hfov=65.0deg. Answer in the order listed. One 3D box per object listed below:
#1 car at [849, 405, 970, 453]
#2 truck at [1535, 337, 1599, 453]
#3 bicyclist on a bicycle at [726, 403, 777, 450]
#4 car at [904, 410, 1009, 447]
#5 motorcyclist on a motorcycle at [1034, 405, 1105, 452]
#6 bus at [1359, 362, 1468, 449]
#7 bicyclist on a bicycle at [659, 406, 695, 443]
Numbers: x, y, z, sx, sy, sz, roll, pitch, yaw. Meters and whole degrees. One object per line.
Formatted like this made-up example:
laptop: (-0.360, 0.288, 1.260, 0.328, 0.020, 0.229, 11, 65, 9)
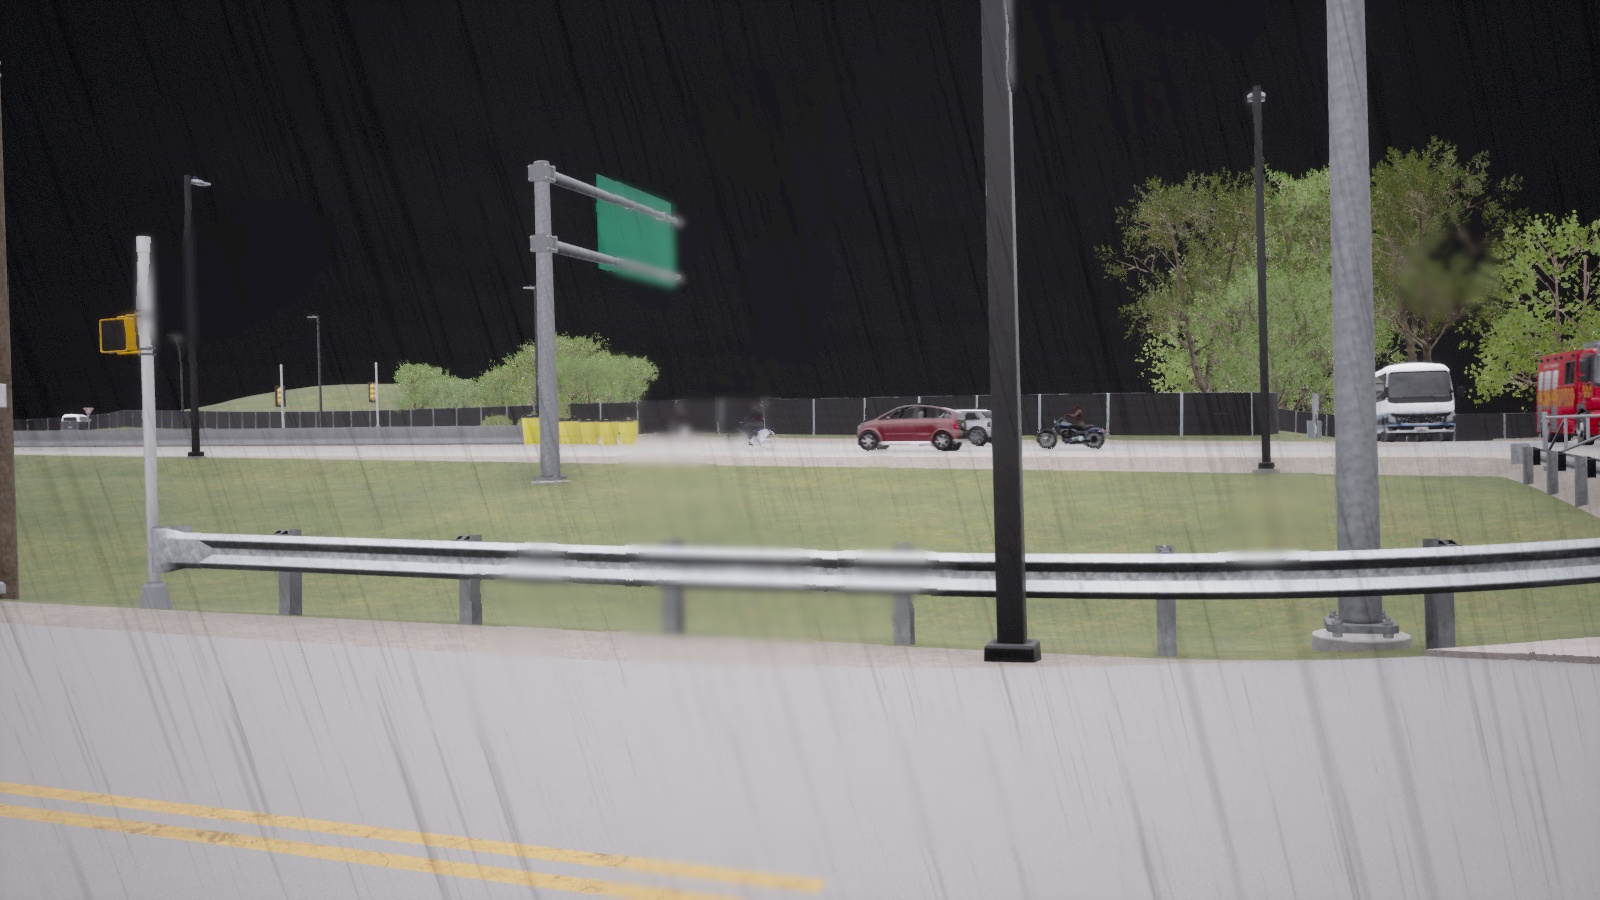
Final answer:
car: (3.700, -0.700, 42.282, 3.705, 1.549, 1.789, 0, 1, 19)
truck: (28.971, -1.894, 45.021, 2.891, 3.827, 8.468, 1, 2, 19)
bicyclist on a bicycle: (-1.852, -0.901, 47.943, 1.843, 1.776, 0.659, 1, 1, 19)
car: (6.406, -0.904, 51.478, 3.806, 1.475, 1.970, 1, 2, 35)
motorcyclist on a motorcycle: (9.434, -0.748, 43.974, 2.350, 1.649, 0.766, 0, 1, 19)
bus: (33.202, -2.246, 68.480, 3.944, 4.253, 10.273, -1, 0, 18)
bicyclist on a bicycle: (-6.022, -1.257, 61.423, 1.843, 1.776, 0.659, 2, 2, 40)
